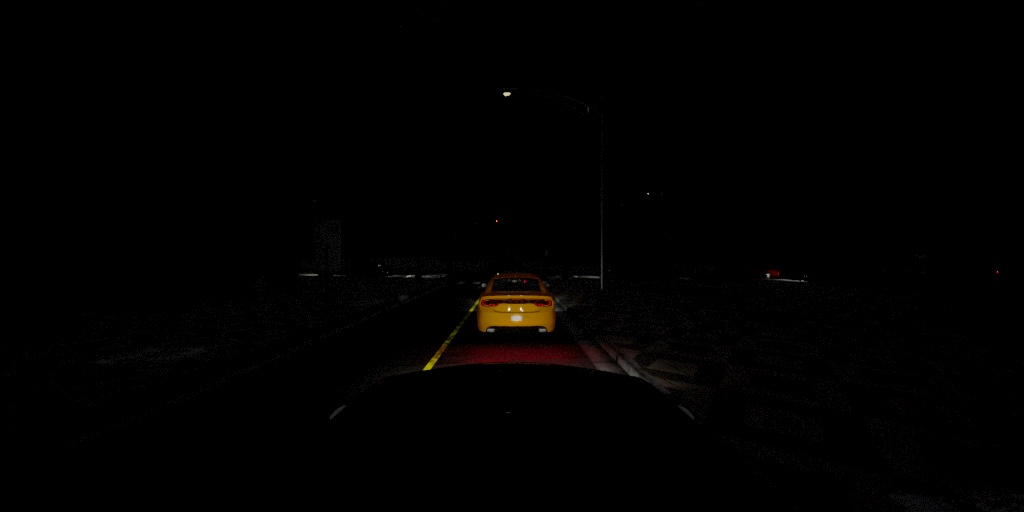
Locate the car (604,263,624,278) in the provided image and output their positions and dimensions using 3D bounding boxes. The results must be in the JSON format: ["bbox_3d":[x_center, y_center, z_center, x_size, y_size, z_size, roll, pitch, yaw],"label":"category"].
[{"bbox_3d":[11.902,1.454,36.816,4.892,1.490,1.837,1,0,0],"label":"car"}]

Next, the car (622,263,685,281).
[{"bbox_3d":[12.144,1.522,30.958,4.313,1.339,1.948,0,0,0],"label":"car"}]

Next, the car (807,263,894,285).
[{"bbox_3d":[29.073,1.539,30.946,5.009,1.841,2.192,0,0,0],"label":"car"}]

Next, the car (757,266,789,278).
[{"bbox_3d":[29.087,1.763,39.472,4.507,1.381,1.888,0,0,0],"label":"car"}]

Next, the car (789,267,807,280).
[{"bbox_3d":[31.886,1.771,36.793,4.892,1.490,1.837,1,0,0],"label":"car"}]

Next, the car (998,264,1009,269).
[{"bbox_3d":[48.969,1.777,33.591,5.566,2.045,2.150,1,0,0],"label":"car"}]

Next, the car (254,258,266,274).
[{"bbox_3d":[-23.879,0.928,33.647,4.902,1.511,2.128,1,0,0],"label":"car"}]

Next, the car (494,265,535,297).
[{"bbox_3d":[0.111,1.296,20.232,2.033,1.411,5.357,0,0,0],"label":"car"}]

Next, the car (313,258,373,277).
[{"bbox_3d":[-14.764,1.114,30.882,4.403,1.370,2.007,0,0,0],"label":"car"}]

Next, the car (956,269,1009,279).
[{"bbox_3d":[40.367,1.994,30.938,4.207,1.307,1.802,0,0,0],"label":"car"}]

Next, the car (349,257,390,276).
[{"bbox_3d":[-13.881,0.926,33.594,4.553,1.767,2.097,1,0,1],"label":"car"}]

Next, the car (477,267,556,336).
[{"bbox_3d":[0.104,1.227,10.405,1.882,1.535,5.008,0,0,0],"label":"car"}]

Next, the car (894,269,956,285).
[{"bbox_3d":[34.717,1.862,30.942,4.507,1.381,1.888,0,0,0],"label":"car"}]

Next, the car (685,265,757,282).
[{"bbox_3d":[17.956,1.569,30.954,4.829,1.417,1.751,0,0,0],"label":"car"}]
